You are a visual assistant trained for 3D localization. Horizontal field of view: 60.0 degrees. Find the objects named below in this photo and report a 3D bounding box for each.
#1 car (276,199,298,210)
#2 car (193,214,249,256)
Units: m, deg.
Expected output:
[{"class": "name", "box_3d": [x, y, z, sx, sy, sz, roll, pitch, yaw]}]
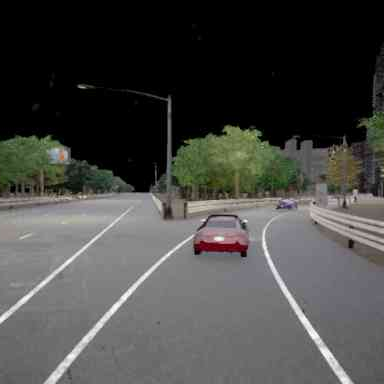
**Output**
[{"class": "car", "box_3d": [12.354, 1.587, 43.118, 1.812, 1.442, 4.674, 0, 0, 31]}, {"class": "car", "box_3d": [1.282, 1.576, 13.353, 1.994, 1.385, 4.181, 0, 0, 10]}]
